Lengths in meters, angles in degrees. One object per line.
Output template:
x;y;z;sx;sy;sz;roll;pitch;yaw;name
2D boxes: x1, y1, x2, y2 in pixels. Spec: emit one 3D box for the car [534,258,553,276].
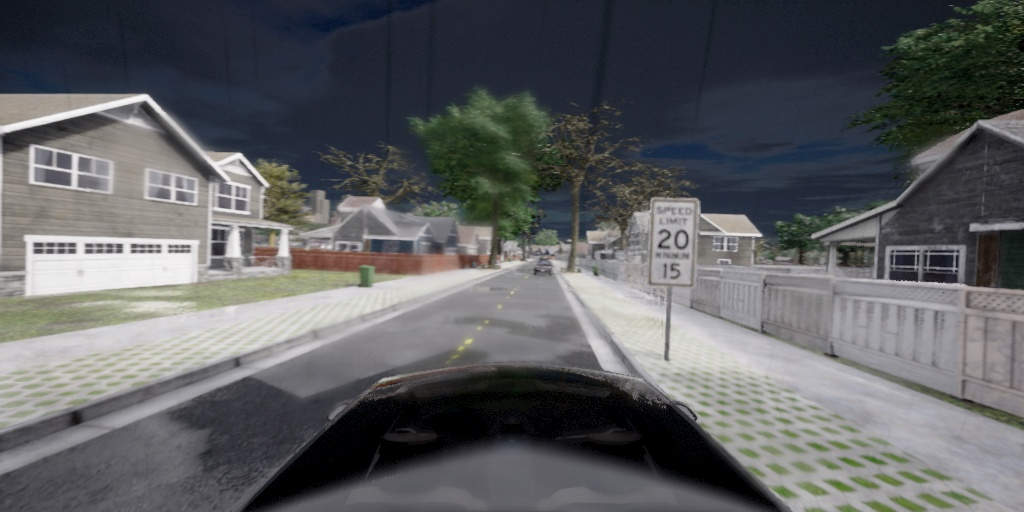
3.240;1.209;37.123;2.128;1.511;4.902;2;0;6;car
